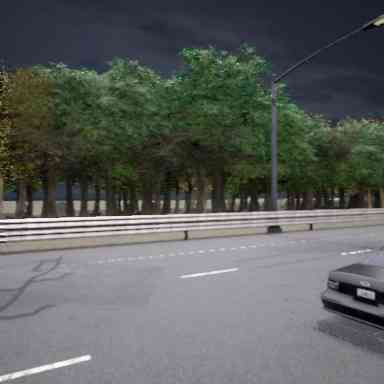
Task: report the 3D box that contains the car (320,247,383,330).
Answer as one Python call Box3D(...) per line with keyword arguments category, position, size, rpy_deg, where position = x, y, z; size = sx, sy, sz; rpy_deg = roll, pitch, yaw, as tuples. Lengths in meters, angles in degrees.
Box3D(category="car", position=(4.875, 1.668, 6.520), size=(5.357, 1.411, 2.033), rpy_deg=(1, -1, -31))
